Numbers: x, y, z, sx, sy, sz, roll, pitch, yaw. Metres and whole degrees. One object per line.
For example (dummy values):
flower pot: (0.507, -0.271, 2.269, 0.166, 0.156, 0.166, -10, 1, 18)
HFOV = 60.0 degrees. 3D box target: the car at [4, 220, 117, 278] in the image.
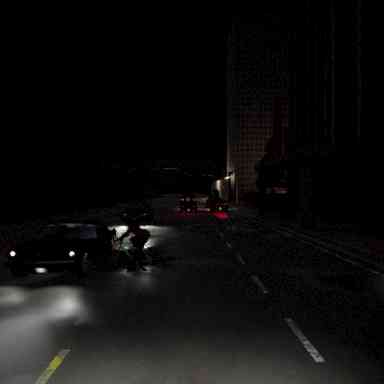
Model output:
car: (-3.718, 1.601, 10.332, 1.895, 1.301, 4.718, 0, 0, -1)

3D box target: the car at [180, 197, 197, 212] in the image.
car: (-0.374, 1.601, 37.737, 1.895, 1.301, 4.718, 0, 0, -1)

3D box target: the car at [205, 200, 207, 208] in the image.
car: (2.932, 1.526, 47.978, 1.812, 1.442, 4.674, 0, 0, 0)

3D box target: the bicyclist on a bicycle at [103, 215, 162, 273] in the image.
bicyclist on a bicycle: (-1.676, 1.455, 9.260, 1.656, 1.620, 0.582, -2, 0, -1)

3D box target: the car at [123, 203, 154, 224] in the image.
car: (-3.890, 1.526, 24.637, 1.812, 1.442, 4.674, 0, 0, -1)

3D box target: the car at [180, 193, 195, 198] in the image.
car: (-0.504, 1.221, 47.502, 2.150, 2.045, 5.566, 0, 0, -1)

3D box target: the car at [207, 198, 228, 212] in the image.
car: (3.089, 1.505, 38.726, 1.837, 1.490, 4.892, 0, 0, 0)
